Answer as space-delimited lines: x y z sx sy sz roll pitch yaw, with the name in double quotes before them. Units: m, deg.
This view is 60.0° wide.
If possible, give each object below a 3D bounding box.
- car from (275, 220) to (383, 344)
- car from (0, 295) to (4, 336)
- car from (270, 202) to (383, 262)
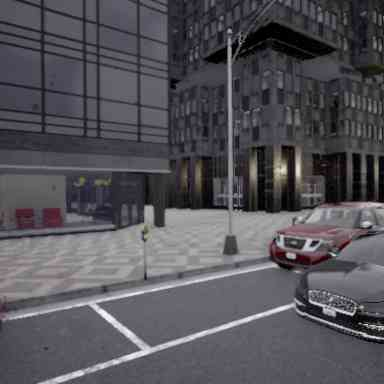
"car" 3.949 1.461 6.194 4.892 1.490 1.837 0 0 -35
"car" -4.661 1.328 3.210 5.009 1.841 2.192 0 0 -35
"car" 4.522 1.255 9.757 5.009 1.841 2.192 0 0 -35
